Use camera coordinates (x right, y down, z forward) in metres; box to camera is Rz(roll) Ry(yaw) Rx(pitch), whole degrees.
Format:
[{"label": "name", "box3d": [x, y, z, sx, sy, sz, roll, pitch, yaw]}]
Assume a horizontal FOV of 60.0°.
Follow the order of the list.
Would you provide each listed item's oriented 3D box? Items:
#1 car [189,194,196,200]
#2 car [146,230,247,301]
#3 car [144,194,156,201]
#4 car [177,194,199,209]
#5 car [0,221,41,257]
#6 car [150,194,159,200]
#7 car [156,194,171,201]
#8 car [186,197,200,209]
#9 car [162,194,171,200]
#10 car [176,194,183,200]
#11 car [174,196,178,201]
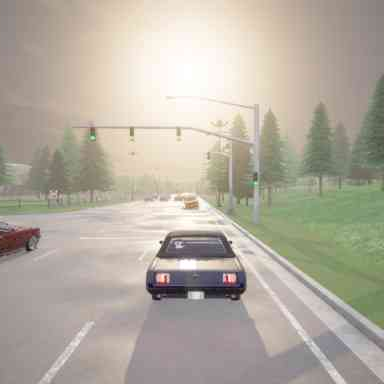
[{"label": "car", "box3d": [0.181, 1.372, 91.008, 2.033, 1.411, 5.357, 0, 0, 0]}, {"label": "car", "box3d": [0.096, 1.601, 8.301, 1.895, 1.301, 4.718, 0, 0, 0]}, {"label": "car", "box3d": [-10.340, 1.531, 80.609, 2.033, 1.411, 5.357, 0, 0, 0]}, {"label": "car", "box3d": [-0.338, 1.057, 46.583, 1.882, 1.535, 5.008, -11, 16, -7]}, {"label": "car", "box3d": [-6.877, 1.601, 10.996, 1.895, 1.301, 4.718, 0, 0, 0]}, {"label": "car", "box3d": [-10.319, 1.332, 91.029, 1.837, 1.490, 4.892, 0, 0, 0]}, {"label": "car", "box3d": [-6.840, 1.531, 80.602, 2.033, 1.411, 5.357, 0, 0, 0]}, {"label": "car", "box3d": [0.097, 1.591, 49.966, 2.033, 1.411, 5.357, 0, 2, 0]}, {"label": "car", "box3d": [-6.819, 1.372, 91.022, 2.033, 1.411, 5.357, 0, 0, 0]}, {"label": "car", "box3d": [-3.319, 1.357, 91.015, 1.812, 1.442, 4.674, 0, 0, 0]}, {"label": "car", "box3d": [-3.339, 1.545, 81.012, 1.994, 1.385, 4.181, 0, 0, 0]}]
